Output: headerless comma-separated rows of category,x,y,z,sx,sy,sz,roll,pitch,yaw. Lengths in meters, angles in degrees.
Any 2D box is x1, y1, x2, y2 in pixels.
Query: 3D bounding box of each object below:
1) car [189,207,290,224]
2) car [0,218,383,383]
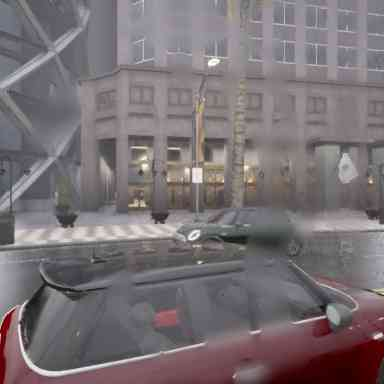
car,1.584,1.352,11.827,4.553,1.767,2.097,0,0,-19
car,0.417,1.352,3.503,4.553,1.767,2.097,0,0,-28
